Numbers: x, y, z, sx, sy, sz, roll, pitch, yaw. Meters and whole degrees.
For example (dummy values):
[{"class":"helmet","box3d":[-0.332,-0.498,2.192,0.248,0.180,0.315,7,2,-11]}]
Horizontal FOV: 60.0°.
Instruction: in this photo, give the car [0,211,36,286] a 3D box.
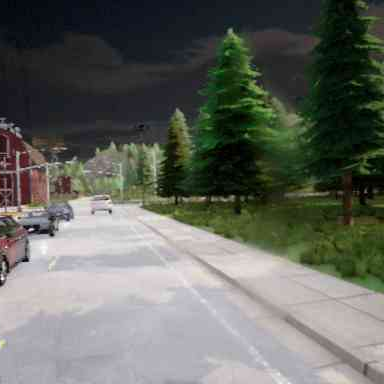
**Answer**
[{"class":"car","box3d":[-6.109,1.515,9.447,2.097,1.767,4.553,-2,0,-16]}]

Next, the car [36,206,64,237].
[{"class":"car","box3d":[-8.784,1.765,19.004,1.994,1.385,4.181,-2,0,-16]}]

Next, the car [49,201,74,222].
[{"class":"car","box3d":[-11.434,1.589,28.548,2.097,1.767,4.553,-2,0,-15]}]

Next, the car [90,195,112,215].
[{"class":"car","box3d":[-10.100,1.361,37.131,2.150,2.045,5.566,-2,0,-15]}]
